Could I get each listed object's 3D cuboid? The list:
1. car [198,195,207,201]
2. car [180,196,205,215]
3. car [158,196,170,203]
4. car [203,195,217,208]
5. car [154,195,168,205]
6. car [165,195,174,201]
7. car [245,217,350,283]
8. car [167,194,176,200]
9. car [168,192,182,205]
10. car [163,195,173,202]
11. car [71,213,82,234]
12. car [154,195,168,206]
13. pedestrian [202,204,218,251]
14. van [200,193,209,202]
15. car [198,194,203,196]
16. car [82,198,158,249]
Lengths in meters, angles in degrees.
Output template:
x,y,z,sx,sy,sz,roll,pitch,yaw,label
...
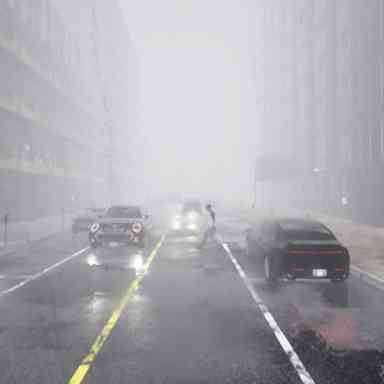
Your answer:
x,y,z,sx,sy,sz,roll,pitch,yaw,label
2.524,1.370,80.557,1.887,1.381,4.507,1,0,0,car
0.052,1.432,33.292,1.837,1.490,4.892,0,0,0,car
-5.346,1.442,63.764,1.802,1.307,4.206,1,0,0,car
2.546,1.447,46.643,2.008,1.369,4.403,1,0,0,car
-5.340,1.312,58.117,1.967,1.590,4.097,1,0,0,car
-5.356,1.351,80.534,1.752,1.417,4.829,1,0,0,car
2.743,1.484,9.576,1.837,1.490,4.892,0,0,0,car
-5.358,1.254,86.350,1.967,1.590,4.097,1,0,0,car
-2.853,1.098,56.963,2.150,2.045,5.566,0,0,0,car
-5.353,1.418,75.057,1.802,1.307,4.206,1,0,0,car
-5.317,1.509,18.592,2.008,1.369,4.403,1,0,0,car
-5.339,1.450,52.471,1.947,1.339,4.313,1,0,0,car
0.670,1.266,12.533,0.375,1.860,0.375,1,-1,0,pedestrian
2.534,1.189,69.252,1.690,1.788,3.998,1,0,0,van
0.007,1.391,45.321,2.128,1.511,4.902,0,0,0,car
-2.860,1.319,14.381,2.097,1.767,4.553,0,0,0,car
